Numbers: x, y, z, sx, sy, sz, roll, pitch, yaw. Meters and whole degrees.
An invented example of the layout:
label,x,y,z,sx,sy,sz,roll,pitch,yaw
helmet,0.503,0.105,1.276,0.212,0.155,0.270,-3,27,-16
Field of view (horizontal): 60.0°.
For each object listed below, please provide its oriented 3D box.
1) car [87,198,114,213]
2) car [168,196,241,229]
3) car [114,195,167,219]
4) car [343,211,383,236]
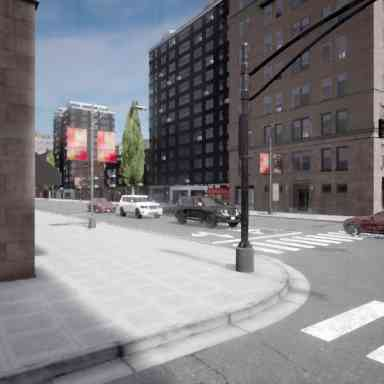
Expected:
label,x,y,z,sx,sy,sz,roll,pitch,yaw
car,-10.595,1.492,38.885,2.097,1.767,4.553,0,0,-36
car,0.936,1.286,22.901,2.150,2.045,5.566,0,0,-36
car,-4.935,1.325,31.034,2.150,2.045,5.566,0,0,-36
car,9.903,1.552,16.381,1.812,1.442,4.674,0,0,-36
